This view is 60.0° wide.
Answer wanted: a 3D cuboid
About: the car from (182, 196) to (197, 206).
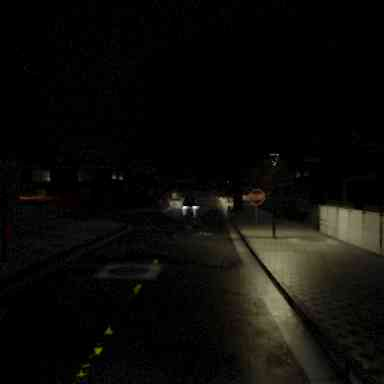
[{"bbox_3d":[-0.304,1.327,49.007,1.837,1.490,4.892,0,3,3],"label":"car"}]
